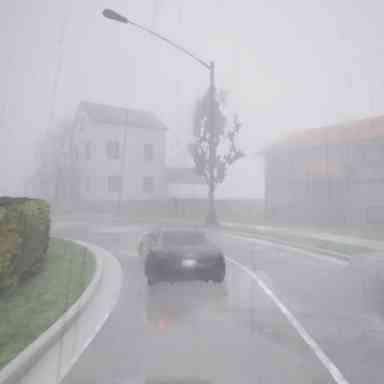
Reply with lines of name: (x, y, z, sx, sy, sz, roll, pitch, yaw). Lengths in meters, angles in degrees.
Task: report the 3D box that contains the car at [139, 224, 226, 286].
car: (-0.443, 1.614, 9.689, 1.994, 1.385, 4.181, 0, 0, -11)
